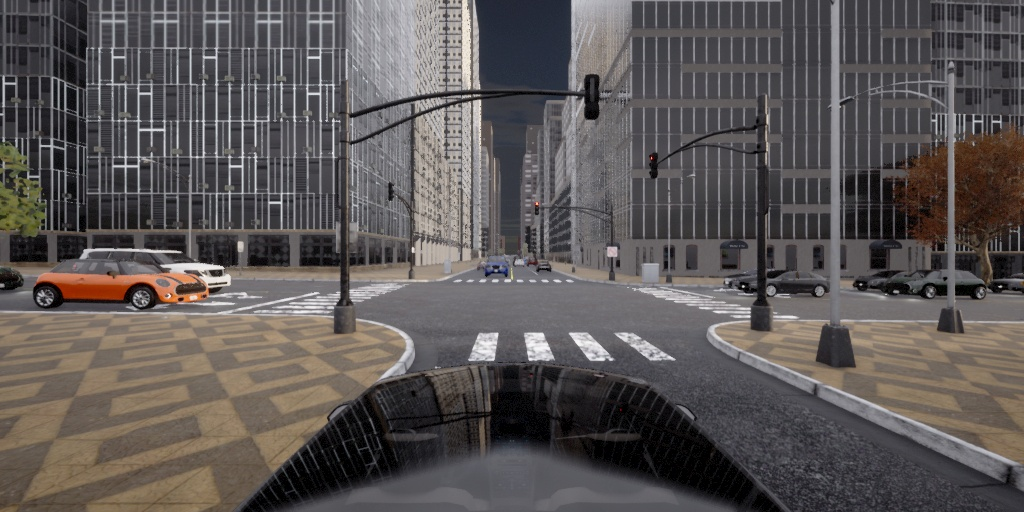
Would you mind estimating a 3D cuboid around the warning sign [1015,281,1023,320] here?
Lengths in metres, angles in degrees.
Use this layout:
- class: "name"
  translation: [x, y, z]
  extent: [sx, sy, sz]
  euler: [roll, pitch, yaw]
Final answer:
- class: "warning sign"
  translation: [17.280, 1.204, 11.506]
  extent: [1.060, 1.860, 1.300]
  euler: [0, 0, -3]

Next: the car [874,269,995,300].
- class: "car"
  translation: [24.981, 1.575, 21.316]
  extent: [4.553, 1.767, 2.097]
  euler: [1, 0, -3]

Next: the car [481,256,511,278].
- class: "car"
  translation: [-1.461, 0.987, 34.970]
  extent: [2.150, 2.045, 5.566]
  euler: [0, 0, 0]

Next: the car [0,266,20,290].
- class: "car"
  translation: [-24.621, 0.674, 15.599]
  extent: [4.553, 1.767, 2.097]
  euler: [1, 0, -2]

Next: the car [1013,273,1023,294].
- class: "car"
  translation: [34.566, 1.942, 21.749]
  extent: [5.357, 1.411, 2.033]
  euler: [1, 0, -2]

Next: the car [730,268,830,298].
- class: "car"
  translation: [15.810, 1.563, 20.910]
  extent: [4.892, 1.490, 1.837]
  euler: [1, 0, -4]

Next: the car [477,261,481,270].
- class: "car"
  translation: [-3.995, 1.339, 50.815]
  extent: [1.802, 1.307, 4.207]
  euler: [0, 0, 0]

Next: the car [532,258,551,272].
- class: "car"
  translation: [3.954, 1.326, 45.317]
  extent: [1.948, 1.339, 4.313]
  euler: [0, 0, 0]

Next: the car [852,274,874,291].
- class: "car"
  translation: [26.284, 1.750, 24.629]
  extent: [4.892, 1.490, 1.837]
  euler: [1, 0, -3]

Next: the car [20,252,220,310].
- class: "car"
  translation: [-13.726, 0.875, 12.839]
  extent: [4.553, 1.767, 2.097]
  euler: [1, 0, -3]

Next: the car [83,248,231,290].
- class: "car"
  translation: [-15.927, 0.703, 15.993]
  extent: [5.566, 2.045, 2.150]
  euler: [1, 0, -3]

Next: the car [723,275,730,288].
- class: "car"
  translation: [16.899, 1.568, 24.203]
  extent: [4.902, 1.511, 2.128]
  euler: [1, 0, -3]

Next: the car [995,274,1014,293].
- class: "car"
  translation: [36.442, 1.932, 25.086]
  extent: [4.892, 1.490, 1.837]
  euler: [1, 0, -2]

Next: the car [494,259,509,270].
- class: "car"
  translation: [-1.531, 1.248, 52.769]
  extent: [2.128, 1.511, 4.902]
  euler: [0, 0, 0]
